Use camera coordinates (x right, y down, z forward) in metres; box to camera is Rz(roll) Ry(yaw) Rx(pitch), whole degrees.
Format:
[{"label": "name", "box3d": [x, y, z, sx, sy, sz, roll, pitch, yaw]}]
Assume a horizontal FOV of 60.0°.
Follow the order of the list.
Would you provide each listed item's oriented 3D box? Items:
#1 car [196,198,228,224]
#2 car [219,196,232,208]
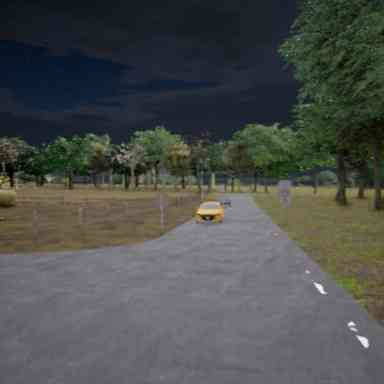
[{"label": "car", "box3d": [1.467, 1.514, 25.608, 1.882, 1.535, 5.008, -1, 0, 8]}, {"label": "car", "box3d": [4.504, 1.316, 46.235, 1.837, 1.490, 4.892, -1, 1, 8]}]
